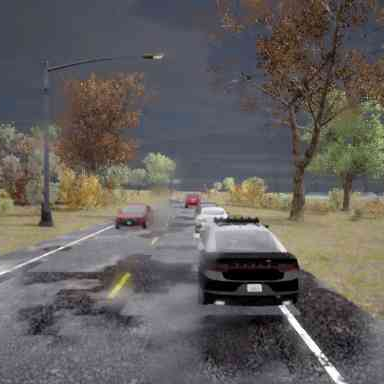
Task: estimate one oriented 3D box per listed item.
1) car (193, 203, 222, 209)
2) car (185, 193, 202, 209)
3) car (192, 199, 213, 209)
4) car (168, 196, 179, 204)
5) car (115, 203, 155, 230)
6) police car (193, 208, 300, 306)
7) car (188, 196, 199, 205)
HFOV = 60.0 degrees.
[{"bbox_3d":[1.097,1.523,18.112,1.812,1.442,4.674,0,0,0],"label":"car"},{"bbox_3d":[0.205,1.209,45.325,2.150,2.045,5.566,0,0,1],"label":"car"},{"bbox_3d":[1.123,1.501,24.111,1.837,1.490,4.892,0,0,0],"label":"car"},{"bbox_3d":[-3.320,1.501,61.894,1.812,1.442,4.674,0,0,1],"label":"car"},{"bbox_3d":[-3.539,1.473,21.276,1.882,1.535,5.008,0,0,0],"label":"car"},{"bbox_3d":[1.066,1.424,8.227,1.930,1.638,5.238,0,0,0],"label":"police car"},{"bbox_3d":[0.230,1.503,59.527,1.812,1.442,4.674,0,0,0],"label":"car"}]
